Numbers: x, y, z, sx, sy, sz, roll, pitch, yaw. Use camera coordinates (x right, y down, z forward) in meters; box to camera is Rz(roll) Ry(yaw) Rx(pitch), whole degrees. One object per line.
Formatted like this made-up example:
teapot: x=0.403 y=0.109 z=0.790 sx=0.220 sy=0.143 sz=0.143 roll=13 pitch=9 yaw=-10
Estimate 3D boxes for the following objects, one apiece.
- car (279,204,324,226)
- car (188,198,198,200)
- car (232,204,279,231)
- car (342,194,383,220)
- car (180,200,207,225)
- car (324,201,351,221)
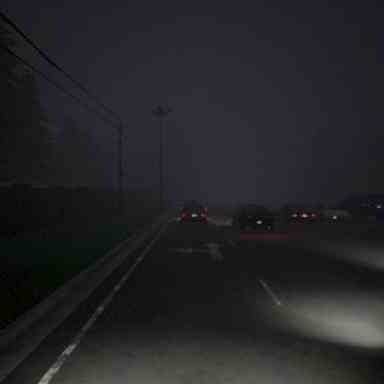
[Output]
car: x=7.106 y=1.536 z=23.548 sx=2.033 sy=1.411 sz=5.357 roll=0 pitch=0 yaw=0
car: x=0.092 y=1.505 z=42.613 sx=1.812 sy=1.442 sz=4.674 roll=0 pitch=0 yaw=0
car: x=3.605 y=1.468 z=20.324 sx=1.882 sy=1.535 sz=5.008 roll=0 pitch=0 yaw=0
car: x=14.108 y=1.208 z=27.781 sx=2.150 sy=2.045 sz=5.566 roll=0 pitch=0 yaw=0
car: x=0.107 y=1.536 z=23.758 sx=2.033 sy=1.411 sz=5.357 roll=0 pitch=0 yaw=0
car: x=10.608 y=1.588 z=26.911 sx=1.895 sy=1.301 sz=4.718 roll=0 pitch=0 yaw=0
